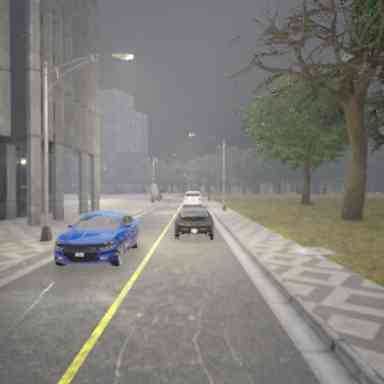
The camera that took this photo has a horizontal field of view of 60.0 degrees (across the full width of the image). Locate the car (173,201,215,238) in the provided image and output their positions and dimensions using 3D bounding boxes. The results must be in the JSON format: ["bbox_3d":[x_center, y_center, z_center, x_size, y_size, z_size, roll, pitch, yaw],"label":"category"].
[{"bbox_3d":[0.102,1.423,16.925,1.837,1.490,4.892,0,1,0],"label":"car"}]

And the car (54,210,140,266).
[{"bbox_3d":[-3.026,1.428,11.517,1.882,1.535,5.008,0,0,1],"label":"car"}]

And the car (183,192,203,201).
[{"bbox_3d":[0.113,0.968,40.364,2.150,2.045,5.566,0,0,0],"label":"car"}]
